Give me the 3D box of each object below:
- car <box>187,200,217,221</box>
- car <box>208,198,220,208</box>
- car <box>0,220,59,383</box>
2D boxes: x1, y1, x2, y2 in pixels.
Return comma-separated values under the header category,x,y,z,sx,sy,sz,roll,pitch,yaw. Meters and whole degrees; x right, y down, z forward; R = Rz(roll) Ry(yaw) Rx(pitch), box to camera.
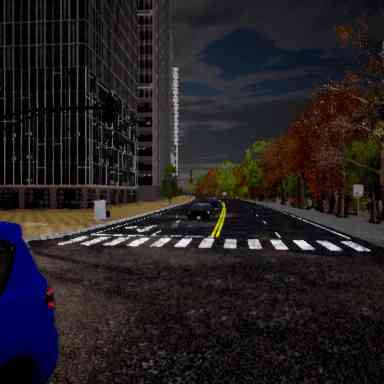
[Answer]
category,x,y,z,sx,sy,sz,roll,pitch,yaw
car,0.754,1.604,27.000,1.895,1.301,4.718,0,0,7
car,3.079,1.598,48.821,1.895,1.301,4.718,0,0,6
car,-2.674,1.247,1.109,2.150,2.045,5.566,0,0,8
